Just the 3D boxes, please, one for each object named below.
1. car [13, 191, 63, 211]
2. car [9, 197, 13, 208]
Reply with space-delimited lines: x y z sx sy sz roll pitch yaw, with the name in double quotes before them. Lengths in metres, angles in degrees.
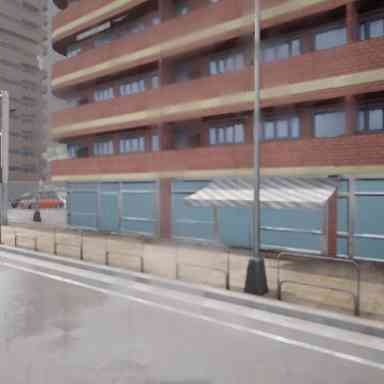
"car" -16.804 1.083 36.956 2.097 1.767 4.553 1 0 36
"car" -18.981 0.925 39.909 2.150 2.045 5.566 1 0 36
